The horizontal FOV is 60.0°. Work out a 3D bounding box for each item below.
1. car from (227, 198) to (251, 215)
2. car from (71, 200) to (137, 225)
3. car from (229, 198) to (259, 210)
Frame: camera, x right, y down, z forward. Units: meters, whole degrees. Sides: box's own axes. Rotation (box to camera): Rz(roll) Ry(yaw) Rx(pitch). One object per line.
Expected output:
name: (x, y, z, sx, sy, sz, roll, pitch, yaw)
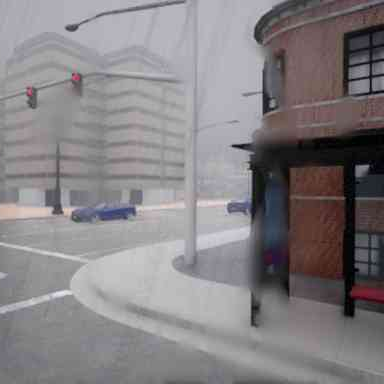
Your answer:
car: (5.337, 1.394, 33.251, 1.882, 1.535, 5.008, 0, 0, 35)
car: (-6.123, 1.374, 23.477, 1.882, 1.535, 5.008, 0, 0, 35)
car: (6.494, 1.459, 41.243, 1.994, 1.385, 4.181, 0, 0, 36)
